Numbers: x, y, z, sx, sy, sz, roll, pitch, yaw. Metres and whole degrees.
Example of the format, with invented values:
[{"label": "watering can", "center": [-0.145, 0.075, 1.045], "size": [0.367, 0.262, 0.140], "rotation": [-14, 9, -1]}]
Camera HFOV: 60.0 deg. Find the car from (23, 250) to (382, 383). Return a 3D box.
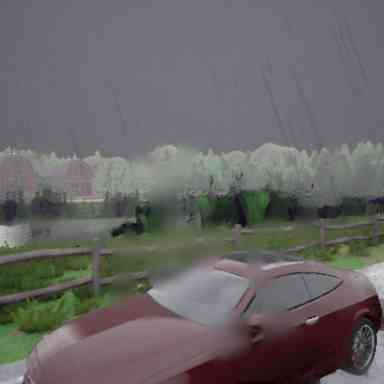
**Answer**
[{"label": "car", "center": [0.546, 1.524, 4.061], "size": [4.674, 1.442, 1.812], "rotation": [0, 0, -36]}]
